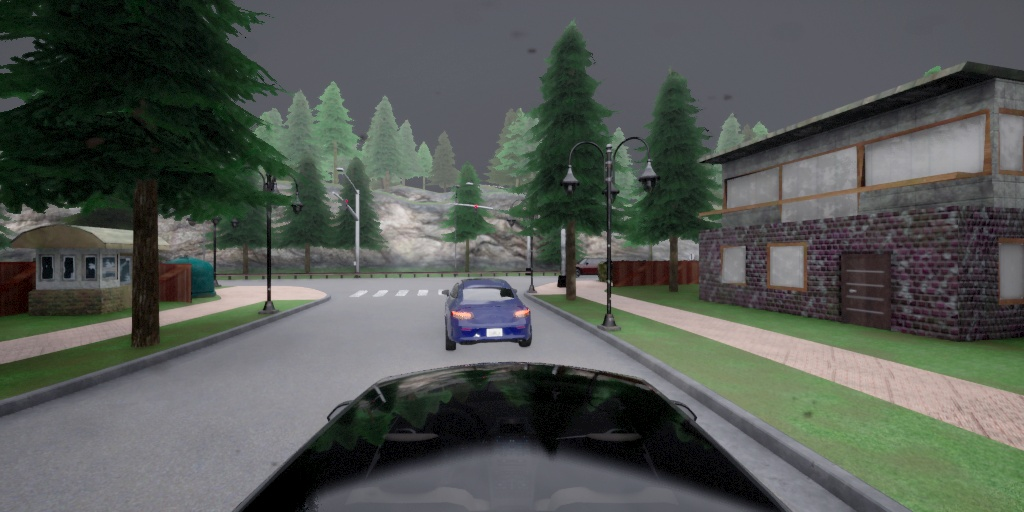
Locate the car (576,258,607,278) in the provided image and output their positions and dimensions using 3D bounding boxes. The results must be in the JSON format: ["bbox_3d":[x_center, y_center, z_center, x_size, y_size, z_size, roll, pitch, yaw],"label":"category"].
[{"bbox_3d":[6.607,0.945,31.500,4.553,1.767,2.097,0,0,-12],"label":"car"}]

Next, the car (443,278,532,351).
[{"bbox_3d":[-0.755,1.276,9.016,1.812,1.442,4.674,0,0,-11],"label":"car"}]
